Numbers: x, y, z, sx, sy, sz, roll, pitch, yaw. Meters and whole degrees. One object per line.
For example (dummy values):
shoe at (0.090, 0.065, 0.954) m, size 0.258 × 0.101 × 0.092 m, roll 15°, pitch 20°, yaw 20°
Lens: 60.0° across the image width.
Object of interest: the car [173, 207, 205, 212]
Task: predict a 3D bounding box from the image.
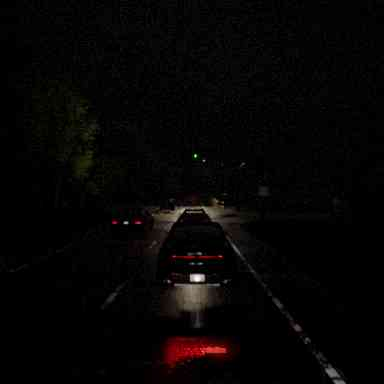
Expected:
car at (0.134, 1.667, 19.581) m, size 1.994 × 1.385 × 4.181 m, roll 0°, pitch 0°, yaw 0°

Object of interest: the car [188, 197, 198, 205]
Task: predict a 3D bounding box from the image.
car at (0.228, 1.824, 69.265) m, size 1.882 × 1.535 × 5.008 m, roll 0°, pitch 0°, yaw 0°

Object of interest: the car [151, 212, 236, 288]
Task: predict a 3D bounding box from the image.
car at (0.117, 1.555, 9.380) m, size 1.837 × 1.490 × 4.892 m, roll 0°, pitch 0°, yaw 0°

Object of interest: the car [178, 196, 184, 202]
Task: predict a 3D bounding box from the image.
car at (-3.327, 1.948, 90.562) m, size 1.837 × 1.490 × 4.892 m, roll 0°, pitch 0°, yaw 0°

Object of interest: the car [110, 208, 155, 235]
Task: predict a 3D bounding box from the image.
car at (-3.364, 1.649, 19.530) m, size 2.033 × 1.411 × 5.357 m, roll 0°, pitch 0°, yaw 0°

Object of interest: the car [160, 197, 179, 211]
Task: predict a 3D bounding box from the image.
car at (-3.313, 1.725, 45.487) m, size 2.128 × 1.511 × 4.902 m, roll 0°, pitch 0°, yaw 0°
